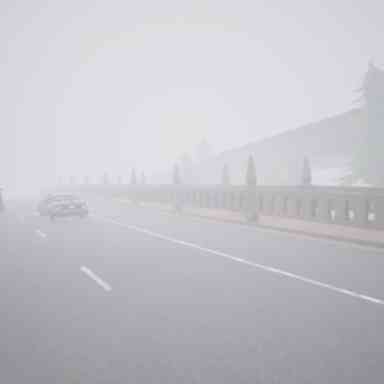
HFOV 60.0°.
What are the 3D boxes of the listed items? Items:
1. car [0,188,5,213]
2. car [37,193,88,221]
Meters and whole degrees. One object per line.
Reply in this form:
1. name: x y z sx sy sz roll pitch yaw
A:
1. car: -14.558 0.374 23.358 2.150 2.045 5.566 -3 4 -33
2. car: -7.412 0.749 18.809 2.033 1.411 5.357 -3 4 -33
